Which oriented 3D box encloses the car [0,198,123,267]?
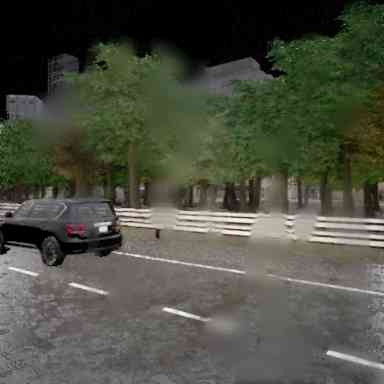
[{"bbox_3d":[-4.873,1.223,11.649,5.566,2.045,2.150,0,0,36],"label":"car"}]
